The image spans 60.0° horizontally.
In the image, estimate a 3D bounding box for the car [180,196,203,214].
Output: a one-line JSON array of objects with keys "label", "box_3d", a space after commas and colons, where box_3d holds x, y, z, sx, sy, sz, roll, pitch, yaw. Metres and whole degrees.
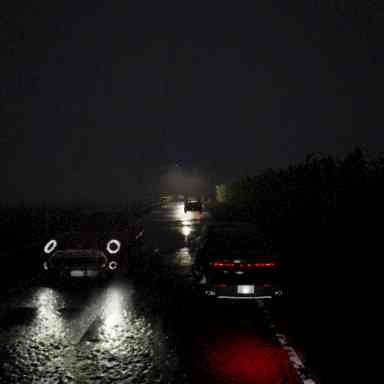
[{"label": "car", "box_3d": [0.112, 1.491, 35.580, 2.128, 1.511, 4.902, 0, 0, 0]}]

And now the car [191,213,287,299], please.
[{"label": "car", "box_3d": [0.972, 1.505, 8.411, 1.837, 1.490, 4.892, 0, 0, 0]}]

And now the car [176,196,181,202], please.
[{"label": "car", "box_3d": [-2.666, 1.554, 78.111, 2.033, 1.411, 5.357, 0, 0, 0]}]

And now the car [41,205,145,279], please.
[{"label": "car", "box_3d": [-2.740, 1.351, 10.170, 2.097, 1.767, 4.553, 0, 0, 0]}]

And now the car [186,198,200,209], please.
[{"label": "car", "box_3d": [0.121, 1.526, 45.754, 1.812, 1.442, 4.674, 0, 0, 0]}]
